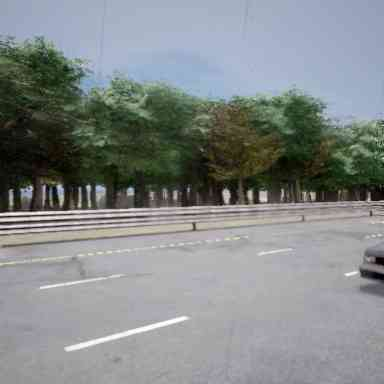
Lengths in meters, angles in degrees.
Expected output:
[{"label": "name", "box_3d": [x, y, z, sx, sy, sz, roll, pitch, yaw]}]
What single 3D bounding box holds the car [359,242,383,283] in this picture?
[{"label": "car", "box_3d": [6.351, 1.549, 8.403, 5.357, 1.411, 2.033, 0, 0, -36]}]
